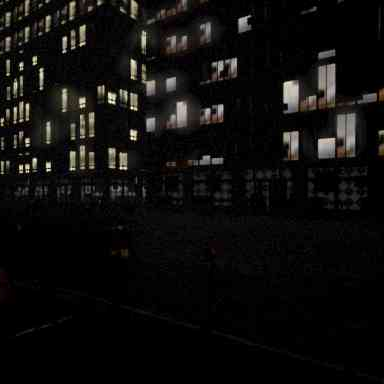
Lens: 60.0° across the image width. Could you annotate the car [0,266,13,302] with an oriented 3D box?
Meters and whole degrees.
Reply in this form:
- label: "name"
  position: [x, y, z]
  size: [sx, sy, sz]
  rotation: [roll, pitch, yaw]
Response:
- label: "car"
  position: [-5.544, 1.526, 6.834]
  size: [4.829, 1.417, 1.752]
  rotation: [0, 0, 36]
